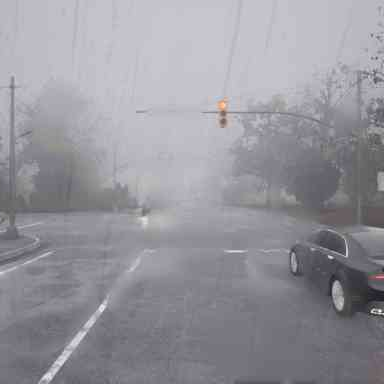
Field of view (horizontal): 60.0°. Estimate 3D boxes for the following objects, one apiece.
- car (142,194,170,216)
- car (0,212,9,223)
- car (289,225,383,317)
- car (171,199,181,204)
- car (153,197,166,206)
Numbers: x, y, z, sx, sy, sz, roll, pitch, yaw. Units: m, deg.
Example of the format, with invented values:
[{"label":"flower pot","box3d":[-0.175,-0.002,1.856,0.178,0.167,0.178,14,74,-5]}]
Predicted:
[{"label":"car","box3d":[-3.681,1.232,33.441,2.150,2.045,5.566,0,-1,-1]},{"label":"car","box3d":[-15.474,1.675,23.045,4.718,1.301,1.895,-1,0,-3]},{"label":"car","box3d":[3.599,1.505,7.441,1.837,1.490,4.892,0,0,1]},{"label":"car","box3d":[-4.368,2.432,83.174,1.895,1.301,4.718,0,-1,-22]},{"label":"car","box3d":[-6.380,1.813,64.530,2.097,1.767,4.553,0,-1,-10]}]
